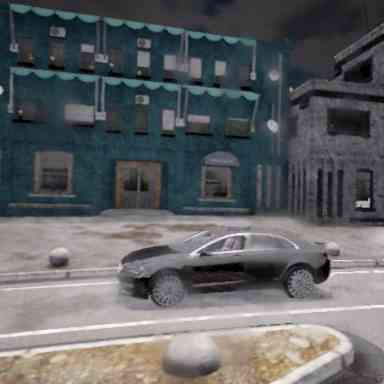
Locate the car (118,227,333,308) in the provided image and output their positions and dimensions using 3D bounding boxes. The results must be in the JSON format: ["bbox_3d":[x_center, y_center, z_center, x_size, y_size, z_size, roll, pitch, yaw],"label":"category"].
[{"bbox_3d":[0.784,1.585,7.763,4.902,1.511,2.128,1,-1,-12],"label":"car"}]
